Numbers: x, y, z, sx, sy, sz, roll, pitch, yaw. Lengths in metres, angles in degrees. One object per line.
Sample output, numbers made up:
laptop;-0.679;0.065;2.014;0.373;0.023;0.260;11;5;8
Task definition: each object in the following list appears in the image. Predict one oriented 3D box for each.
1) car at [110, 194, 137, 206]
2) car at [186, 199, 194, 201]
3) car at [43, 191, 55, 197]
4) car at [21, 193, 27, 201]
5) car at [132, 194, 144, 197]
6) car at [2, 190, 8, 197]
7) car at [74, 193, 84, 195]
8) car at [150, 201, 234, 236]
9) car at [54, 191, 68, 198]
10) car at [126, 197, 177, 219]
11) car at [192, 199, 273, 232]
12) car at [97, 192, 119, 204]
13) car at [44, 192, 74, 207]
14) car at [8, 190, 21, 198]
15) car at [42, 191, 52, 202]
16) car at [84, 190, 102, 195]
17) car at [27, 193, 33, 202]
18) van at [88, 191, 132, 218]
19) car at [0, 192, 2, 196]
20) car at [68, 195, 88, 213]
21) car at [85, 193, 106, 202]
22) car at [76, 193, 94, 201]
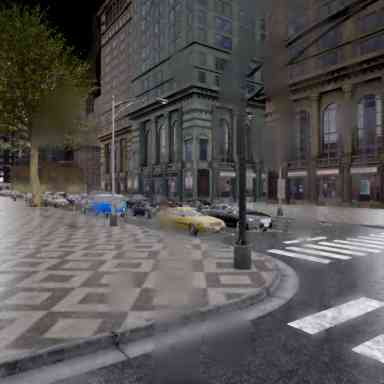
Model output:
car;-9.524;1.073;45.814;2.008;1.369;4.403;1;0;-35
car;0.201;1.315;32.048;1.947;1.339;4.313;1;0;-35
car;-35.455;0.471;82.510;1.802;1.307;4.206;1;0;-35
car;-26.207;0.830;54.651;2.008;1.369;4.403;1;0;-35
car;-6.765;0.995;37.277;2.097;1.767;4.553;0;1;-35
car;-42.413;0.329;77.588;1.967;1.590;4.097;1;0;-35
car;-15.051;1.029;43.546;1.812;1.442;4.674;0;1;-34
car;-0.173;1.398;17.802;1.752;1.417;4.829;1;0;-35
car;-28.972;0.587;73.336;1.887;1.381;4.507;1;0;-35
car;-3.353;1.338;26.905;1.994;1.385;4.181;0;1;-35
car;2.368;1.370;18.797;2.128;1.511;4.902;0;1;-35
car;-12.763;0.880;50.401;1.967;1.590;4.097;1;0;-35
car;-16.384;1.051;40.749;1.752;1.417;4.829;1;0;-35
car;-35.929;0.483;68.413;1.967;1.590;4.097;1;0;-35
car;-19.723;0.992;45.476;2.008;1.369;4.403;1;0;-35
car;-9.169;0.870;35.147;2.150;2.045;5.566;0;1;-35
car;-22.965;0.910;50.063;2.008;1.369;4.403;1;0;-35
van;-6.754;1.091;27.120;1.690;1.788;3.998;1;0;-35
car;-45.655;0.254;82.176;1.967;1.590;4.097;1;0;-35
car;-9.998;1.230;31.709;2.008;1.369;4.403;1;0;-35
car;-16.006;0.910;54.988;2.008;1.369;4.403;1;0;-35
car;-19.248;0.860;59.575;1.802;1.307;4.206;1;0;-35
